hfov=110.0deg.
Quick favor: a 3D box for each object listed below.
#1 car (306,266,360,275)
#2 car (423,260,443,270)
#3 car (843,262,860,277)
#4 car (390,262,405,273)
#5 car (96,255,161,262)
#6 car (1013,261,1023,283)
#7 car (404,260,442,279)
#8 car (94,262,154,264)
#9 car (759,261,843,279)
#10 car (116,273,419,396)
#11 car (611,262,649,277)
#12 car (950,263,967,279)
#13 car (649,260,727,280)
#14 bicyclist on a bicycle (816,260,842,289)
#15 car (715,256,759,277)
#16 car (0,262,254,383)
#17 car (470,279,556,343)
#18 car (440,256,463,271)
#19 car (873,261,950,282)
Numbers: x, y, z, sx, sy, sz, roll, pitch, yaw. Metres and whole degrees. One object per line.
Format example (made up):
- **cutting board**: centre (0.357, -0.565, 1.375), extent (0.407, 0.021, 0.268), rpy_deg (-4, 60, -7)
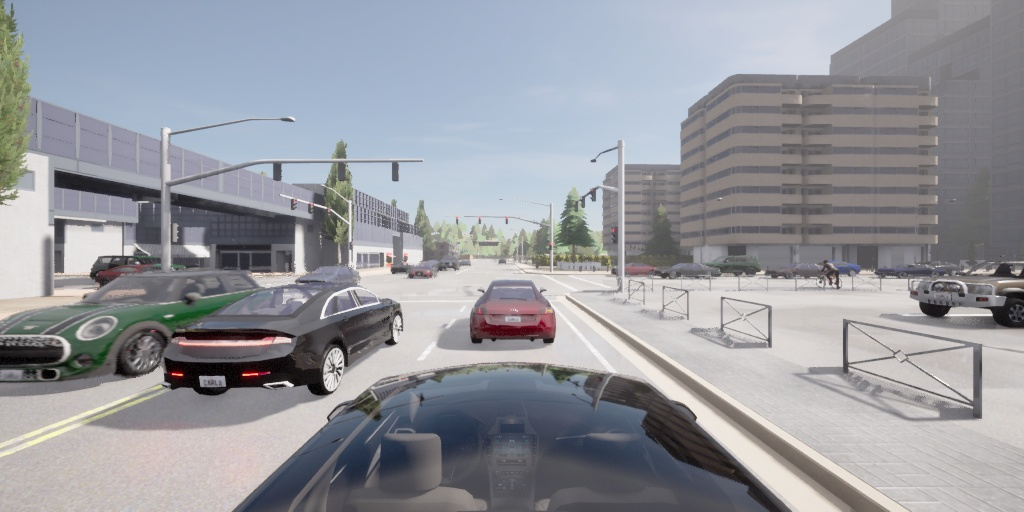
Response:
- **car**: centre (-10.950, 1.297, 21.802), extent (2.033, 1.411, 5.357), rpy_deg (0, 0, -2)
- **car**: centre (-12.037, 1.297, 54.775), extent (2.033, 1.411, 5.357), rpy_deg (0, 0, -2)
- **car**: centre (31.103, 1.228, 35.178), extent (5.008, 1.535, 1.882), rpy_deg (0, 0, -2)
- **car**: centre (-11.856, 1.351, 39.831), extent (1.895, 1.301, 4.718), rpy_deg (0, 0, 2)
- **car**: centre (-26.453, 0.971, 25.594), extent (5.566, 2.045, 2.150), rpy_deg (0, 0, -1)
- **car**: centre (43.291, 1.314, 28.395), extent (4.181, 1.385, 1.994), rpy_deg (0, 0, -1)
- **car**: centre (-7.805, 1.314, 31.835), extent (1.994, 1.385, 4.181), rpy_deg (0, 0, -2)
- **car**: centre (-22.895, 1.276, 22.199), extent (4.674, 1.442, 1.812), rpy_deg (0, 0, 0)
- **car**: centre (25.295, 1.297, 31.507), extent (5.357, 1.411, 2.033), rpy_deg (0, 0, -2)
- **car**: centre (-3.476, 1.242, 6.585), extent (2.128, 1.511, 4.902), rpy_deg (0, 0, 0)
- **car**: centre (11.734, 1.314, 34.600), extent (4.181, 1.385, 1.994), rpy_deg (0, 0, -2)
- **car**: centre (41.219, 1.255, 35.445), extent (4.892, 1.490, 1.837), rpy_deg (0, 0, -1)
- **car**: centre (15.225, 1.297, 31.204), extent (5.357, 1.411, 2.033), rpy_deg (0, 0, -2)
- **bicyclist on a bicycle**: centre (17.920, 1.052, 20.297), extent (0.582, 1.620, 1.656), rpy_deg (0, 0, -2)
- **car**: centre (21.077, 0.971, 34.884), extent (5.566, 2.045, 2.150), rpy_deg (0, 0, -2)
- **car**: centre (-7.153, 1.102, 7.348), extent (2.097, 1.767, 4.553), rpy_deg (0, 0, -1)
- **car**: centre (0.009, 1.314, 9.644), extent (1.994, 1.385, 4.181), rpy_deg (0, 0, 0)
- **car**: centre (-8.358, 0.970, 48.215), extent (2.150, 2.045, 5.566), rpy_deg (0, 0, -2)
- **car**: centre (35.158, 1.351, 31.791), extent (4.718, 1.301, 1.895), rpy_deg (0, 0, -2)
